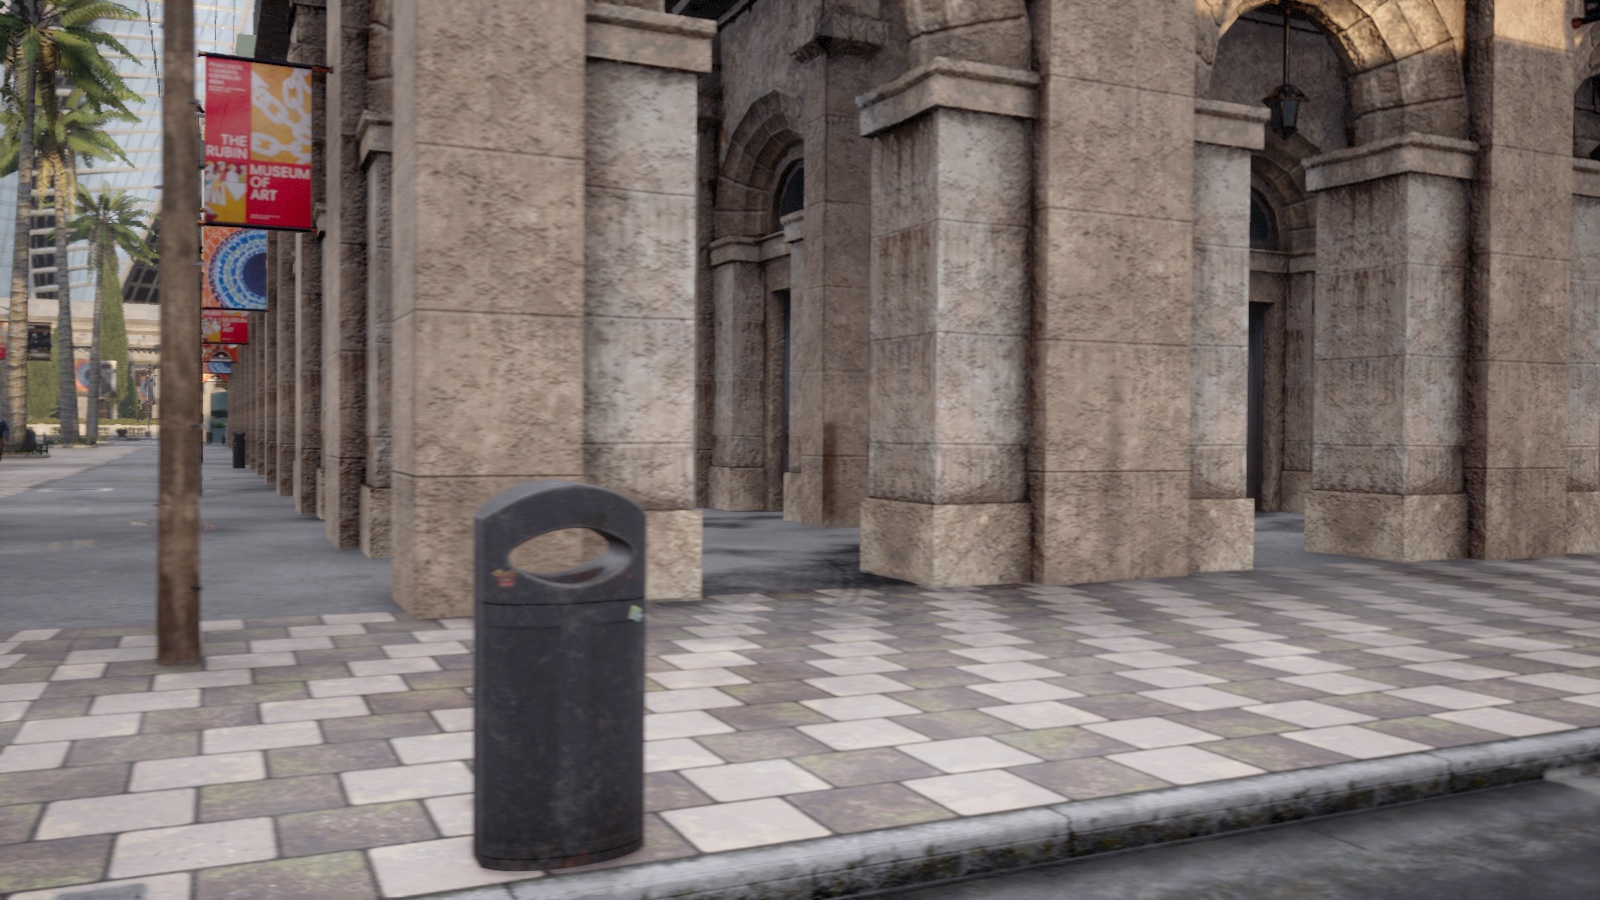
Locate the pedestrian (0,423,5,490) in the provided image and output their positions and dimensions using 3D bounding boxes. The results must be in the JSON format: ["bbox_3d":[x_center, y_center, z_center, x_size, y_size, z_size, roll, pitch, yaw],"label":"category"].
[{"bbox_3d":[-23.525,0.177,36.719,0.423,1.949,0.788,-1,1,-32],"label":"pedestrian"}]
